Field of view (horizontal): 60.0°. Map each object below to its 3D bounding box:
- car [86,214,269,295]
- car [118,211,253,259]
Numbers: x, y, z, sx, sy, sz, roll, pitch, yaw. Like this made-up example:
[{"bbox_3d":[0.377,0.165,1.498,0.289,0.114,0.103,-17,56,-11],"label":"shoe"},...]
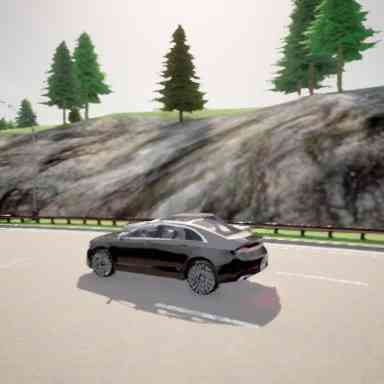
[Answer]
[{"bbox_3d":[-0.553,1.398,8.386,4.902,1.511,2.128,0,1,31],"label":"car"},{"bbox_3d":[-0.309,1.459,12.362,4.718,1.301,1.895,0,1,29],"label":"car"}]
